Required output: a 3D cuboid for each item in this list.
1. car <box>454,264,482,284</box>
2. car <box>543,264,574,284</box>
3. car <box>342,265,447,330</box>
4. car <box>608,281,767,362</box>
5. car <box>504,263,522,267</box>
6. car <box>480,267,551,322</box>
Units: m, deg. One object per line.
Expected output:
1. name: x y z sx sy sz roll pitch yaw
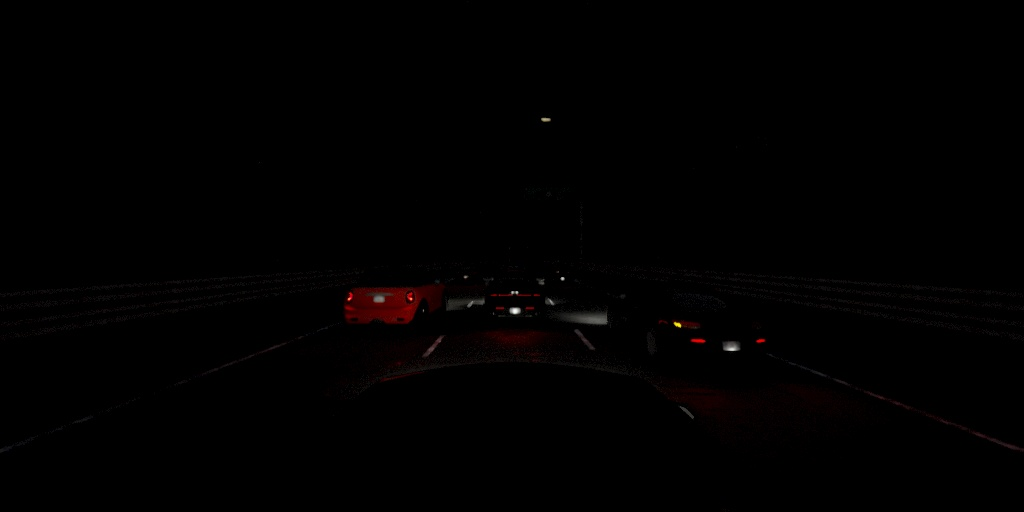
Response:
1. car: -3.411 1.381 28.657 1.812 1.442 4.674 0 0 0
2. car: 3.588 1.357 27.799 1.837 1.490 4.892 0 0 0
3. car: -3.412 1.136 11.344 2.097 1.767 4.553 0 0 0
4. car: 3.579 1.298 8.141 1.812 1.442 4.674 0 0 0
5. car: 0.089 1.336 29.193 1.882 1.535 5.008 0 0 0
6. car: 0.091 1.293 12.433 1.837 1.490 4.892 0 0 0
